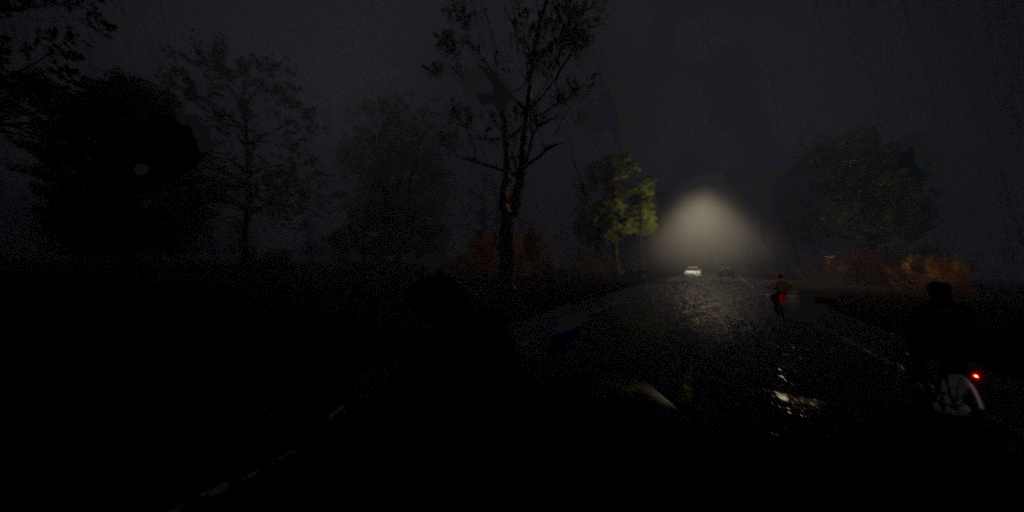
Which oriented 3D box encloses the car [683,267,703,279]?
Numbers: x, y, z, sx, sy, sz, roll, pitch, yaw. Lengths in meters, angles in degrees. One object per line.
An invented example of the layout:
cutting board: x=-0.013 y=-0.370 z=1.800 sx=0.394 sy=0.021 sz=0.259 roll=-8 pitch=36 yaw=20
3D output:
car: x=23.173 y=2.119 z=45.969 sx=1.812 sy=1.442 sz=4.674 roll=0 pitch=-1 yaw=31

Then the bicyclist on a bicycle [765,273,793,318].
bicyclist on a bicycle: x=9.885 y=1.412 z=13.232 sx=0.866 sy=1.612 sz=1.509 roll=0 pitch=-1 yaw=28

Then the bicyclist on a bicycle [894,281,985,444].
bicyclist on a bicycle: x=5.232 y=1.194 z=4.492 sx=0.659 sy=1.776 sz=1.843 roll=0 pitch=-1 yaw=27

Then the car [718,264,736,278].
car: x=29.908 y=2.220 z=49.995 sx=2.128 sy=1.511 sz=4.902 roll=0 pitch=-1 yaw=31
